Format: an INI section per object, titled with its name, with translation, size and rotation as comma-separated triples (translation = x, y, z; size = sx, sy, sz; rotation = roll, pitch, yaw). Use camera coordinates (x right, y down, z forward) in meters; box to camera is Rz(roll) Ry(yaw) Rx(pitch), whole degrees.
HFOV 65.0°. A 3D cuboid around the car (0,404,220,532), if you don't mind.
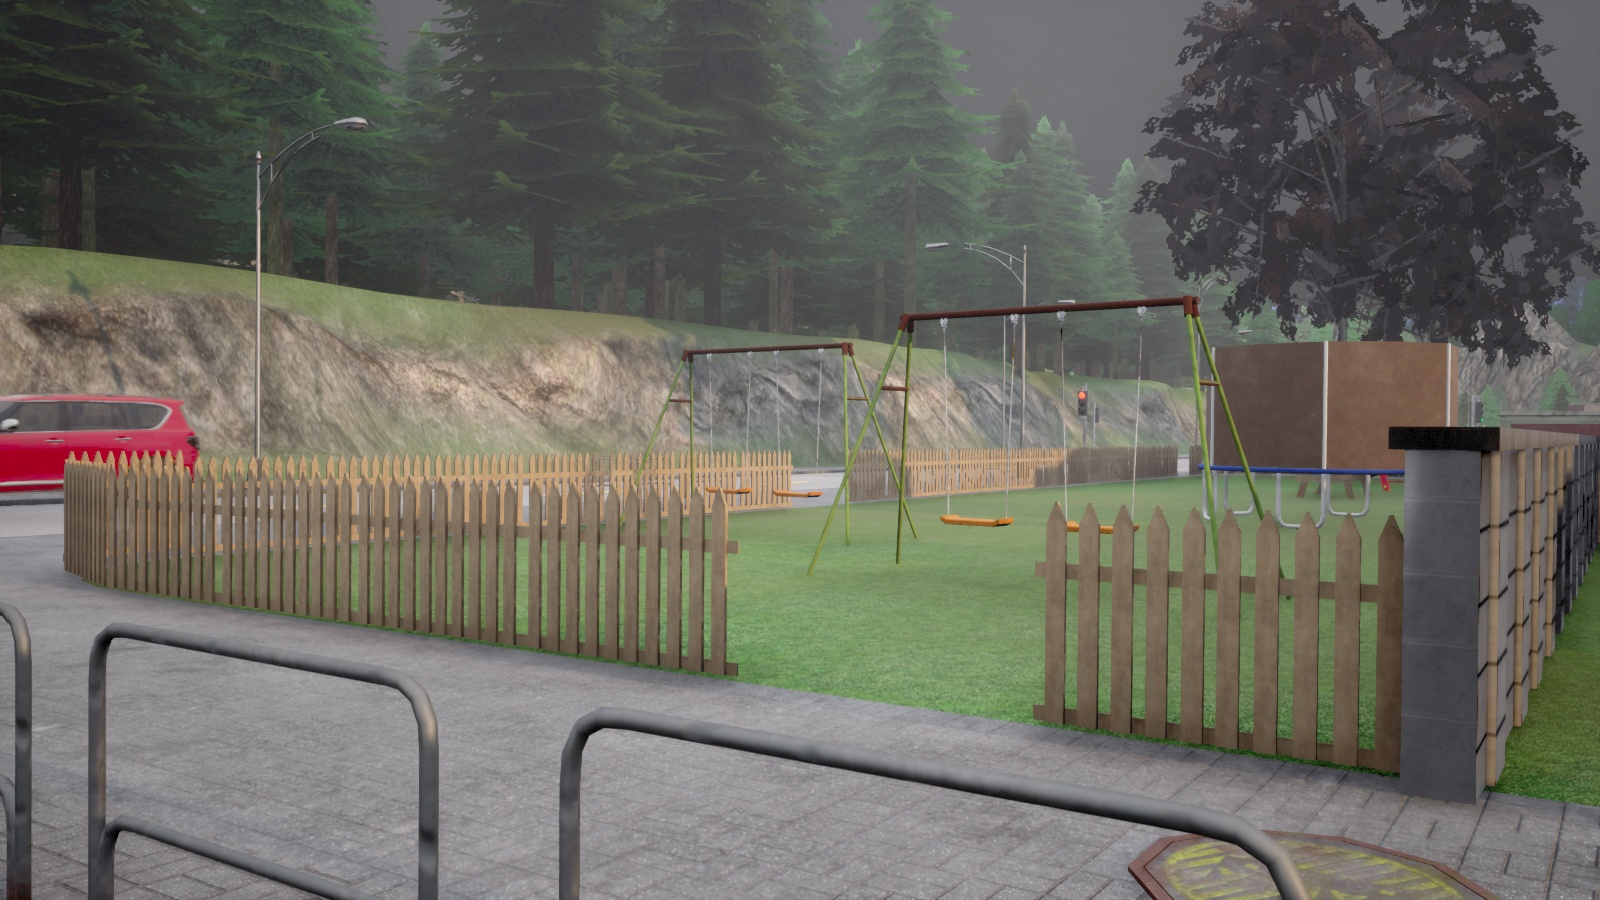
[car]
translation = -13.164, 0.276, 21.462
size = 2.150, 2.045, 5.566
rotation = 0, 1, 34
